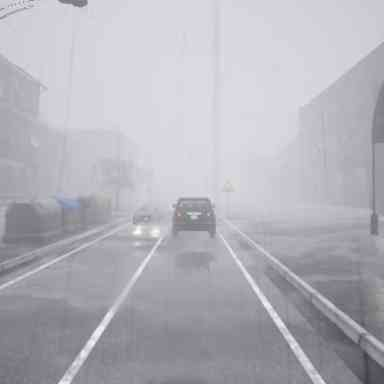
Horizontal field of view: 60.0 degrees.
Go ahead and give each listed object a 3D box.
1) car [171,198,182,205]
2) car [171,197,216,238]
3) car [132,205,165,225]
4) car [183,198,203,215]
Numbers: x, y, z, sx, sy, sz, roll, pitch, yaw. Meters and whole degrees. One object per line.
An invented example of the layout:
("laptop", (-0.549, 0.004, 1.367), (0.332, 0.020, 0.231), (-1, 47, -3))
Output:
("car", (-3.009, 1.787, 65.319), (1.895, 1.301, 4.718), (0, 0, 0))
("car", (0.099, 1.257, 18.030), (2.150, 2.045, 5.566), (0, 0, 0))
("car", (-3.097, 1.623, 24.262), (1.994, 1.385, 4.181), (0, 0, 0))
("car", (0.095, 1.564, 36.436), (2.128, 1.511, 4.902), (0, 1, 0))
